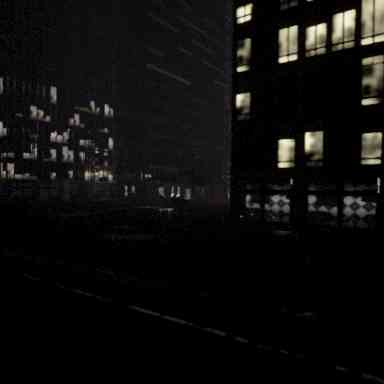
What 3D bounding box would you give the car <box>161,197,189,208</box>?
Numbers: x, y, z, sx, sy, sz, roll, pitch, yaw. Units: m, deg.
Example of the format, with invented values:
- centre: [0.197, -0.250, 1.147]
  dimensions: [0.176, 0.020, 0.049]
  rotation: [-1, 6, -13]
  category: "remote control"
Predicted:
- centre: [-2.320, 1.430, 46.133]
  dimensions: [1.812, 1.442, 4.674]
  rotation: [1, 0, 37]
  category: "car"
